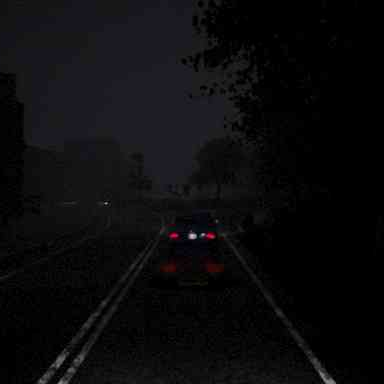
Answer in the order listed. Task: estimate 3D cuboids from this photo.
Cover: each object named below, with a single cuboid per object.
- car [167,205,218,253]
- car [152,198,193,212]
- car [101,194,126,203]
[{"bbox_3d":[0.098,1.486,13.473,2.033,1.411,5.357,0,0,2],"label":"car"},{"bbox_3d":[-1.884,1.252,33.347,4.181,1.385,1.994,-1,-1,5],"label":"car"},{"bbox_3d":[-12.403,0.994,52.702,1.994,1.385,4.181,-1,-1,34],"label":"car"}]
